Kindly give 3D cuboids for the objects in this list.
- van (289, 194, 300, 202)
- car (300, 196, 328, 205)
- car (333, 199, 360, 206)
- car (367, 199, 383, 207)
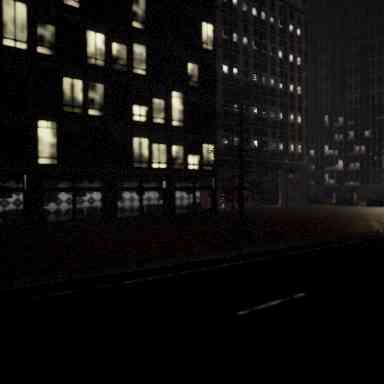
[{"bbox_3d":[22.326,1.276,74.345,1.690,1.788,3.998,0,0,-37],"label":"van"},{"bbox_3d":[22.417,1.670,60.195,1.947,1.339,4.313,0,0,-37],"label":"car"},{"bbox_3d":[25.787,1.724,55.618,1.802,1.307,4.206,0,0,-37],"label":"car"},{"bbox_3d":[29.190,1.744,51.063,1.947,1.339,4.313,0,0,-37],"label":"car"}]
